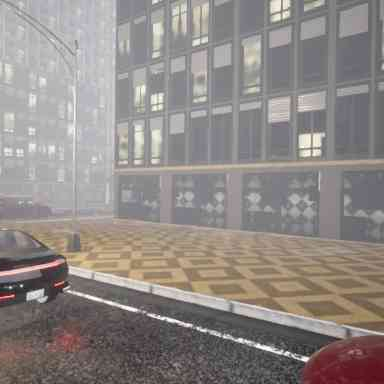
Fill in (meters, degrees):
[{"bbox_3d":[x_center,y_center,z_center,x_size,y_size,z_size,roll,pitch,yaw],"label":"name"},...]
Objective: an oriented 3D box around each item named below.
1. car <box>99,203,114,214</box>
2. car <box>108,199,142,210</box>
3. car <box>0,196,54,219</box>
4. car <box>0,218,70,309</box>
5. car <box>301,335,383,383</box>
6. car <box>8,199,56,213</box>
[{"bbox_3d":[-8.773,1.830,39.691,1.752,1.417,4.829,1,0,36],"label":"car"},{"bbox_3d":[-9.624,1.774,48.279,1.837,1.490,4.892,1,0,36],"label":"car"},{"bbox_3d":[-15.554,1.519,30.467,2.192,1.841,5.009,1,0,36],"label":"car"},{"bbox_3d":[-4.575,1.488,6.920,4.902,1.511,2.128,0,0,35],"label":"car"},{"bbox_3d":[2.912,1.526,1.619,4.674,1.442,1.812,0,0,35],"label":"car"},{"bbox_3d":[-19.068,1.643,39.836,1.752,1.417,4.829,1,0,36],"label":"car"}]
